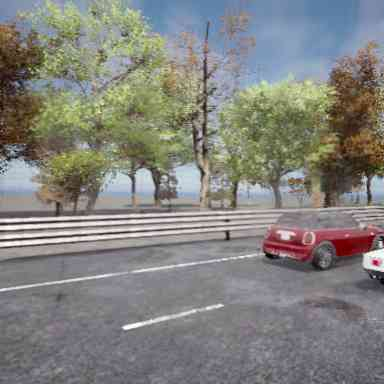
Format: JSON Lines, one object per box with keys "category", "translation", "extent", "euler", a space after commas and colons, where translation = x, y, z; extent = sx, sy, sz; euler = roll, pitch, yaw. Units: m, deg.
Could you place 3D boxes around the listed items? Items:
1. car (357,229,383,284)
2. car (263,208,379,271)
{"category": "car", "translation": [6.393, 1.651, 8.259], "extent": [4.718, 1.301, 1.895], "euler": [0, 0, -33]}
{"category": "car", "translation": [4.606, 1.394, 11.264], "extent": [4.553, 1.767, 2.097], "euler": [0, 0, -34]}
